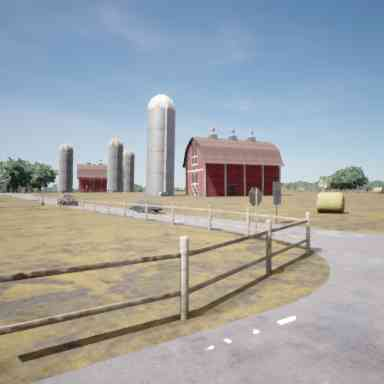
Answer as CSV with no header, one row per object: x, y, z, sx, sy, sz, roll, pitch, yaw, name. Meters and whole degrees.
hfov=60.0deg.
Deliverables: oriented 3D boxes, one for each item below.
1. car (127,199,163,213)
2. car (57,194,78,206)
-5.156,1.505,35.665,2.033,1.411,5.357,2,-1,-35,car
-18.687,1.081,49.918,2.097,1.767,4.553,2,0,-35,car
